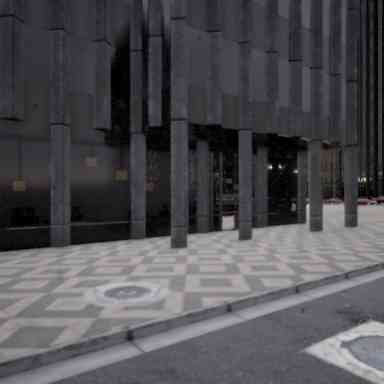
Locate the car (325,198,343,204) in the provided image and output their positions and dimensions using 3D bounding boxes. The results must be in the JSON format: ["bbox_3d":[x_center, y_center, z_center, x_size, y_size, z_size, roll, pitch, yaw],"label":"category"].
[{"bbox_3d":[32.148,2.054,75.750,1.802,1.307,4.206,-1,0,-35],"label":"car"}]

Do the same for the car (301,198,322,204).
[{"bbox_3d":[28.875,2.112,80.341,1.887,1.381,4.507,-1,0,-35],"label":"car"}]

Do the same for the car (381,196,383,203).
[{"bbox_3d":[38.696,1.598,66.554,2.192,1.841,5.009,-1,0,-35],"label":"car"}]

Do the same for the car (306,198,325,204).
[{"bbox_3d":[25.205,2.038,70.802,2.008,1.369,4.403,-1,0,-35],"label":"car"}]

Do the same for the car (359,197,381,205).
[{"bbox_3d":[31.756,1.844,61.611,1.887,1.381,4.507,-1,0,-35],"label":"car"}]

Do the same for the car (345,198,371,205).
[{"bbox_3d":[35.426,1.921,71.149,1.887,1.381,4.507,-1,0,-35],"label":"car"}]
